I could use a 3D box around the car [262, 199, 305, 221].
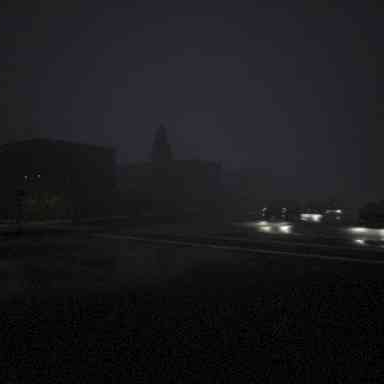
[{"bbox_3d":[7.626,1.428,28.106,2.097,1.767,4.553,-1,0,35],"label":"car"}]

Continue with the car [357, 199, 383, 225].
[{"bbox_3d":[13.175,1.501,23.830,1.882,1.535,5.008,-1,0,35],"label":"car"}]

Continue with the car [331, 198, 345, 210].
[{"bbox_3d":[19.234,1.583,44.686,1.837,1.490,4.892,-1,0,35],"label":"car"}]

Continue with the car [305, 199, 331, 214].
[{"bbox_3d":[13.238,1.641,36.141,1.994,1.385,4.181,-1,0,35],"label":"car"}]
